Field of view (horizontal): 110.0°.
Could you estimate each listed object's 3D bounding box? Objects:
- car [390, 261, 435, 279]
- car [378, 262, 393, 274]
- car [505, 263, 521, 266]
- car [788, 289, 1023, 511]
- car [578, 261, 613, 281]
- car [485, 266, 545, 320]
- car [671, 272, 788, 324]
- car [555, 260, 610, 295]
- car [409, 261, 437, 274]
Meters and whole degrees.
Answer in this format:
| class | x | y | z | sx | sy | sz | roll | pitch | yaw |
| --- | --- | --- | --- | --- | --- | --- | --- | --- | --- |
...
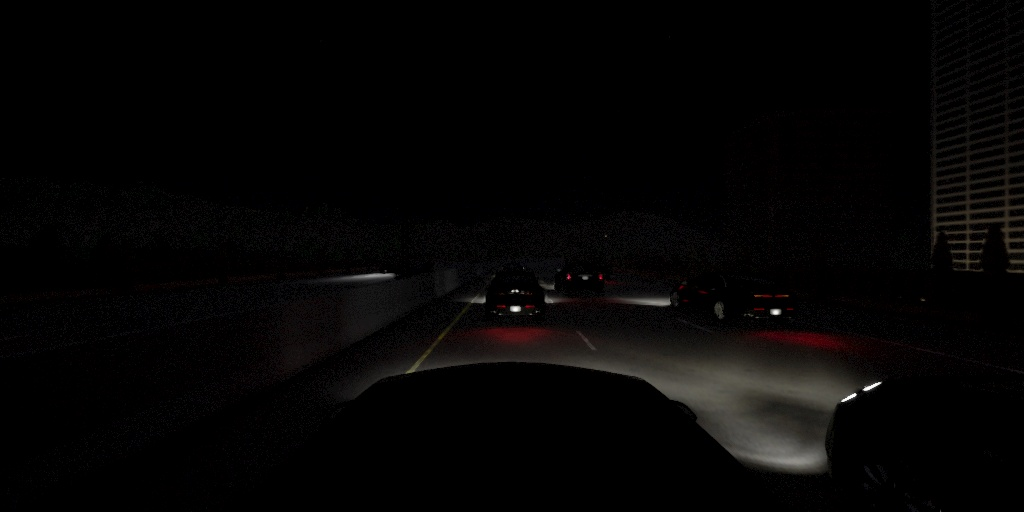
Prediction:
| class | x | y | z | sx | sy | sz | roll | pitch | yaw |
| --- | --- | --- | --- | --- | --- | --- | --- | --- | --- |
| car | -7.094 | 1.316 | 26.433 | 1.994 | 1.385 | 4.181 | 0 | 0 | 0 |
| car | -14.080 | 1.354 | 42.156 | 1.895 | 1.301 | 4.718 | 0 | 0 | 0 |
| car | 0.103 | 1.299 | 30.869 | 2.033 | 1.411 | 5.357 | 0 | 0 | 0 |
| car | 3.597 | 1.102 | 1.010 | 2.097 | 1.767 | 4.553 | 0 | 0 | 0 |
| car | 7.103 | 1.257 | 31.044 | 1.837 | 1.490 | 4.892 | 0 | 0 | 0 |
| car | 0.101 | 1.256 | 12.631 | 1.837 | 1.490 | 4.892 | 0 | 0 | 0 |
| car | 7.102 | 1.255 | 12.074 | 1.837 | 1.490 | 4.892 | 0 | 0 | 0 |
| car | 3.602 | 1.103 | 19.763 | 2.097 | 1.767 | 4.553 | 0 | 0 | 0 |
| car | -10.585 | 1.301 | 43.140 | 2.033 | 1.411 | 5.357 | 0 | 0 | 0 |
